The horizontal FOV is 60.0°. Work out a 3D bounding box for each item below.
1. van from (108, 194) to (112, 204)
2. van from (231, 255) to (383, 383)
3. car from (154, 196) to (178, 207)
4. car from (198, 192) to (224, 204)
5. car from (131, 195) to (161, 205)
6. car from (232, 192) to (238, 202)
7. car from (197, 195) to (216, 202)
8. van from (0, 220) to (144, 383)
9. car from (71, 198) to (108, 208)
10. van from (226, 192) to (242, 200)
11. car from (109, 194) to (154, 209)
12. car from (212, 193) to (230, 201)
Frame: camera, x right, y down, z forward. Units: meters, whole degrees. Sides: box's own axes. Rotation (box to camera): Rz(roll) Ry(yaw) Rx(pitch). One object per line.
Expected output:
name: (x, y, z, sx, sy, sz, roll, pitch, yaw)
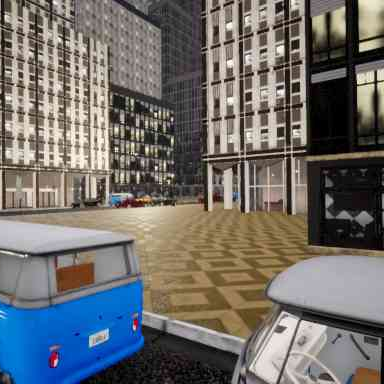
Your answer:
van: (-10.436, 1.134, 48.304, 1.690, 1.788, 3.998, 0, 0, 36)
van: (2.030, 1.341, 1.439, 3.998, 1.788, 1.690, 0, -1, 36)
car: (-3.653, 1.229, 43.383, 2.008, 1.369, 4.403, 0, 0, 36)
car: (3.010, 0.907, 52.478, 2.192, 1.841, 5.009, 0, 0, 36)
car: (-7.201, 1.277, 52.717, 1.752, 1.417, 4.829, 0, 0, 36)
car: (6.345, 1.100, 57.026, 2.008, 1.369, 4.403, 0, 0, 36)
car: (2.901, 1.201, 66.503, 1.802, 1.307, 4.206, 0, 0, 36)
van: (-2.509, 1.342, 4.678, 3.998, 1.788, 1.690, 0, -1, 36)
car: (-13.768, 1.402, 43.755, 1.947, 1.339, 4.313, 0, 0, 36)
van: (9.566, 0.871, 75.602, 1.690, 1.788, 3.998, 0, 0, 36)
car: (-6.985, 1.266, 38.835, 1.887, 1.381, 4.507, 0, 0, 36)
car: (6.233, 1.015, 71.052, 1.967, 1.590, 4.097, 0, 0, 36)
